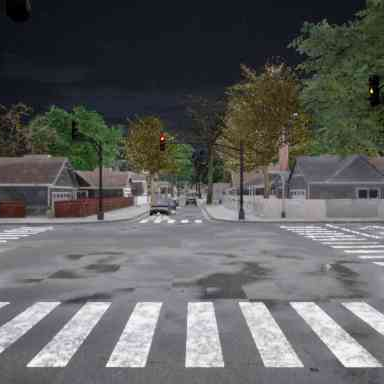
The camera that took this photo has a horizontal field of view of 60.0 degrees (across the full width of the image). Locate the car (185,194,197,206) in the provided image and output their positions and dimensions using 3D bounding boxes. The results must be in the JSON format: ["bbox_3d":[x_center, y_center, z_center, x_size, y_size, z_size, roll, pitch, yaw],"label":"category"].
[{"bbox_3d":[-0.171,1.552,57.090,1.837,1.490,4.892,0,0,0],"label":"car"}]

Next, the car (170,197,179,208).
[{"bbox_3d":[-2.999,1.594,42.803,1.994,1.385,4.181,0,0,0],"label":"car"}]

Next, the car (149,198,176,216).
[{"bbox_3d":[-3.021,1.567,32.915,2.033,1.411,5.357,0,0,0],"label":"car"}]

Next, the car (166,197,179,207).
[{"bbox_3d":[-3.016,1.568,53.053,1.812,1.442,4.674,0,0,0],"label":"car"}]
